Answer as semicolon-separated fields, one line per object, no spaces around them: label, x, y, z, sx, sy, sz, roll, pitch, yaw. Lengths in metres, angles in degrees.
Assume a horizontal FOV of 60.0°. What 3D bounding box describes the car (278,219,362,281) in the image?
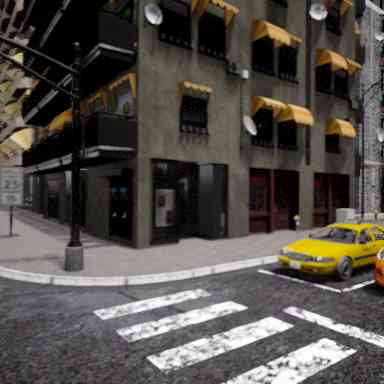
car;4.570;1.519;9.809;4.829;1.417;1.752;0;1;-36

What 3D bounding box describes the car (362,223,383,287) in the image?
car;6.300;1.346;7.865;4.553;1.767;2.097;0;0;-36
